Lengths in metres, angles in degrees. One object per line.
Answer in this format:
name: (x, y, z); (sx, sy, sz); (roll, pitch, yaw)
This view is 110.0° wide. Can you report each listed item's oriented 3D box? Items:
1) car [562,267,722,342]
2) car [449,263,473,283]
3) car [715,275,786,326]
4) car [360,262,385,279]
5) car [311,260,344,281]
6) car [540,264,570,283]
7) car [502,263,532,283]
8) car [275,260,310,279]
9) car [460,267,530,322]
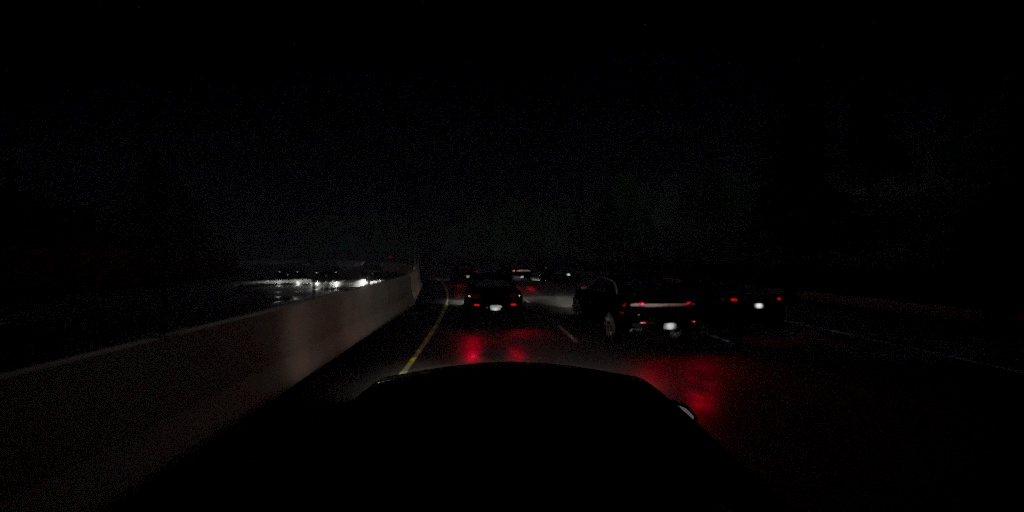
car: (3.055, 1.235, 9.809); (2.128, 1.511, 4.902); (0, 0, -5)
car: (-3.845, 1.298, 28.351); (1.812, 1.442, 4.674); (0, 0, -16)
car: (6.393, 1.297, 11.545); (1.994, 1.385, 4.181); (0, 0, -5)
car: (-13.066, 1.296, 33.593); (2.128, 1.511, 4.902); (0, 0, -21)
car: (-16.004, 1.339, 31.469); (1.812, 1.442, 4.674); (0, 0, -20)
car: (3.573, 1.312, 27.643); (1.994, 1.385, 4.181); (0, 0, -14)
car: (0.106, 1.250, 27.145); (2.128, 1.511, 4.902); (0, 0, -14)
car: (-20.481, 1.354, 33.501); (1.812, 1.442, 4.674); (0, 0, -22)
car: (-0.713, 1.282, 12.355); (1.812, 1.442, 4.674); (0, 0, -6)
